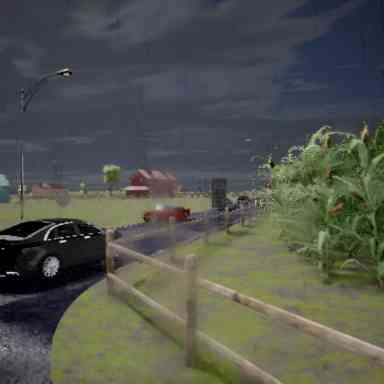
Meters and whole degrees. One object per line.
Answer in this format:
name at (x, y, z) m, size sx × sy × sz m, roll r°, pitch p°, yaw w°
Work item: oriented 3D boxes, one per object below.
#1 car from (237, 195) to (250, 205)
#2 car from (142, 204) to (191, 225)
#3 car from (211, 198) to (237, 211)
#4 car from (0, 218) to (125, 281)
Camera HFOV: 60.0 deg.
car at (8.305, 1.268, 53.776) m, size 1.837 × 1.490 × 4.892 m, roll 1°, pitch 1°, yaw 17°
car at (-1.745, 1.534, 23.957) m, size 1.895 × 1.301 × 4.718 m, roll 0°, pitch 0°, yaw 20°
car at (3.610, 1.373, 39.283) m, size 1.812 × 1.442 × 4.674 m, roll 0°, pitch 0°, yaw 18°
car at (-3.955, 1.555, 10.192) m, size 1.837 × 1.490 × 4.892 m, roll 1°, pitch 1°, yaw 22°
